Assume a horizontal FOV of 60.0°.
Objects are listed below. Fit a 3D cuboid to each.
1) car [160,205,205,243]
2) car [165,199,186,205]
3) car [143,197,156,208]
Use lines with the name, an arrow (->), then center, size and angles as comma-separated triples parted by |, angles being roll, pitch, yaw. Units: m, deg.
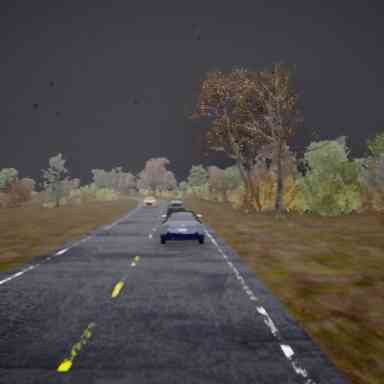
car -> -0.486, 1.566, 16.026 | 1.994, 1.385, 4.181 | 0, 0, -3
car -> -1.639, 1.515, 33.771 | 1.837, 1.490, 4.892 | 0, 0, -5
car -> -6.349, 1.506, 49.877 | 1.882, 1.535, 5.008 | 0, 0, -6
